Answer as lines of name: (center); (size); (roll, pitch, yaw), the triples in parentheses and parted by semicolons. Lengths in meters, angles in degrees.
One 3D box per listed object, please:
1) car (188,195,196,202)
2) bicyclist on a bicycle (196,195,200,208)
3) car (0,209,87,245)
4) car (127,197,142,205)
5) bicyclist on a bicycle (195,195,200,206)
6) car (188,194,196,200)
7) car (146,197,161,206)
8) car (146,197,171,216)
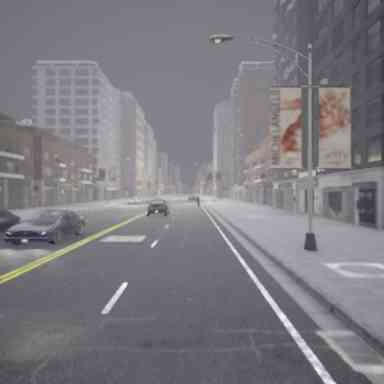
car: (-0.004, 1.464, 75.522); (1.837, 1.490, 4.892); (0, 0, 0)
bicyclist on a bicycle: (0.892, 1.431, 45.200); (0.582, 1.620, 1.656); (0, 0, 0)
car: (-6.600, 1.540, 15.774); (2.033, 1.411, 5.357); (0, 0, 0)
car: (-9.781, 1.576, 56.863); (1.895, 1.301, 4.718); (0, 0, 1)
bicyclist on a bicycle: (0.889, 1.345, 54.487); (0.659, 1.776, 1.843); (0, 0, 0)
car: (-0.005, 1.444, 90.895); (2.128, 1.511, 4.902); (0, 0, 0)
car: (-6.539, 1.536, 56.738); (1.994, 1.385, 4.181); (0, 0, 1)
car: (-3.154, 1.490, 32.003); (1.837, 1.490, 4.892); (0, 0, 0)
